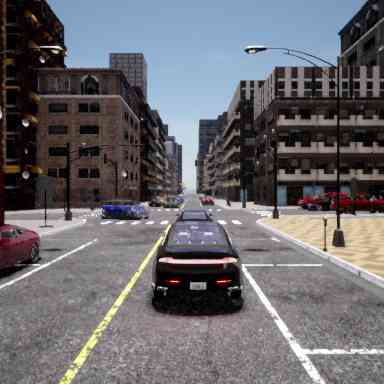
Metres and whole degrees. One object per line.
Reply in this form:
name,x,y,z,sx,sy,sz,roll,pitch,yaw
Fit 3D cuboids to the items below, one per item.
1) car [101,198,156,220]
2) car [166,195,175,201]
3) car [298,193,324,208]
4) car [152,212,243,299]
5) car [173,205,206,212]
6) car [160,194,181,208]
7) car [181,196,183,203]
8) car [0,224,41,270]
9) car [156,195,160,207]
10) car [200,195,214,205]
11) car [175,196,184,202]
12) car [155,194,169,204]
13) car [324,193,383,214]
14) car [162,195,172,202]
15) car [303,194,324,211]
car,-5.714,1.440,28.571,4.553,1.767,2.097,-1,0,37
car,-5.585,1.481,85.377,1.967,1.590,4.097,0,0,0
car,14.606,1.015,37.572,5.009,1.841,2.192,-1,1,0
car,0.113,1.491,8.463,2.128,1.511,4.902,0,0,0
car,0.120,1.565,17.078,1.994,1.385,4.181,0,0,0
car,-3.006,1.365,48.229,2.097,1.767,4.553,0,0,0
car,-3.008,1.620,58.161,1.895,1.301,4.718,0,0,0
car,-5.730,1.582,9.258,1.802,1.307,4.206,0,0,0
car,-5.627,1.581,51.281,1.947,1.339,4.313,0,0,0
car,2.760,1.458,56.955,1.967,1.590,4.097,0,0,0
car,-2.902,1.572,79.098,2.033,1.411,5.357,0,0,0
car,-5.613,1.337,62.646,2.192,1.841,5.009,0,0,0
car,14.730,1.029,29.193,5.009,1.841,2.192,-1,1,0
car,-5.599,1.471,74.011,1.967,1.590,4.097,0,0,0
car,14.610,1.230,35.001,4.674,1.442,1.812,-1,0,0
